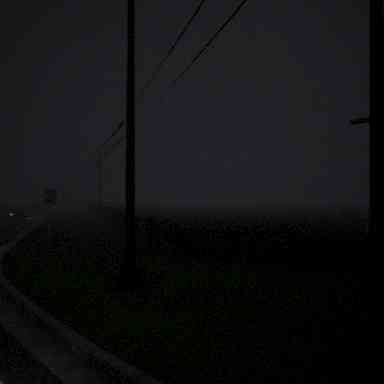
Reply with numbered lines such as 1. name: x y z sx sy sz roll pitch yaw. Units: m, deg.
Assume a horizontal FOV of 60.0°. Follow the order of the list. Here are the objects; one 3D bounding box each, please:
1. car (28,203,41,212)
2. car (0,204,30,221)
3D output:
1. car: -25.853 2.520 54.044 1.837 1.490 4.892 0 -1 -21
2. car: -18.392 2.212 34.470 1.994 1.385 4.181 0 -1 -21
